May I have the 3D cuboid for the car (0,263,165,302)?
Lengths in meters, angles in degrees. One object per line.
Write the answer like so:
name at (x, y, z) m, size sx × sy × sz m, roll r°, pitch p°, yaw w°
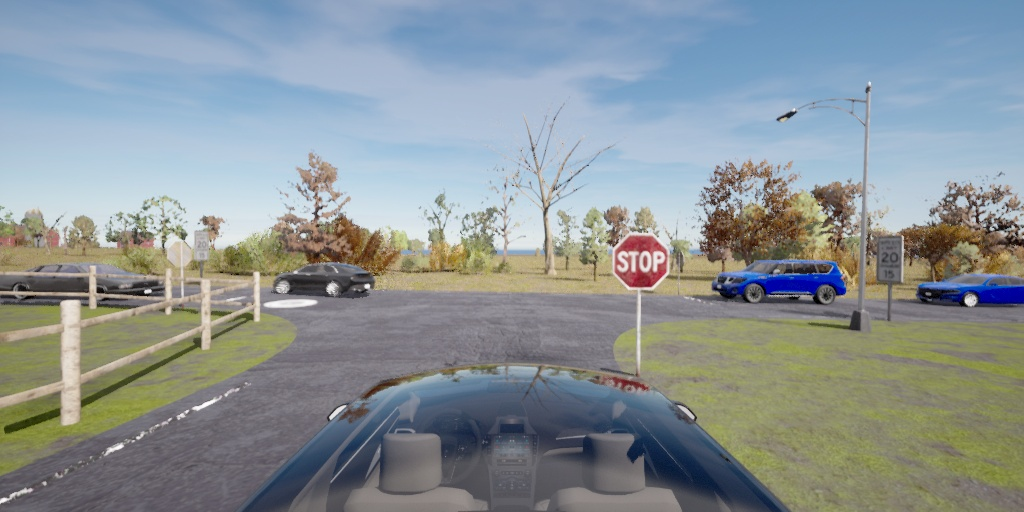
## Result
car at (-17.433, 0.998, 14.574) m, size 5.357 × 1.411 × 2.033 m, roll 1°, pitch 1°, yaw 0°

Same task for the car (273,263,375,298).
car at (-8.927, 1.075, 17.021) m, size 4.892 × 1.490 × 1.837 m, roll 1°, pitch -1°, yaw 16°

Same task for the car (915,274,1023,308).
car at (22.686, 1.619, 17.347) m, size 5.008 × 1.535 × 1.882 m, roll 1°, pitch 1°, yaw 1°

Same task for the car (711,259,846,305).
car at (12.826, 1.187, 17.394) m, size 5.566 × 2.045 × 2.150 m, roll 1°, pitch 1°, yaw 0°
